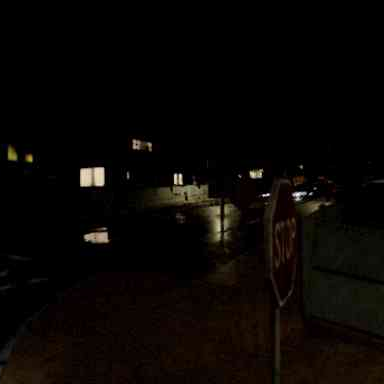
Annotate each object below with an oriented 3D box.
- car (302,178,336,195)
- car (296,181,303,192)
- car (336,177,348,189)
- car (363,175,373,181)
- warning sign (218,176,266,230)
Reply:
[{"bbox_3d":[13.630,-0.502,35.577,1.994,1.385,4.181,0,3,33],"label":"car"},{"bbox_3d":[14.685,-0.790,42.480,1.895,1.301,4.718,0,3,33],"label":"car"},{"bbox_3d":[20.654,-1.274,46.785,1.837,1.490,4.892,0,3,32],"label":"car"},{"bbox_3d":[40.453,-3.256,76.491,1.882,1.535,5.008,0,3,32],"label":"car"},{"bbox_3d":[1.846,0.421,12.217,1.300,1.860,1.060,-4,-2,32],"label":"warning sign"}]
